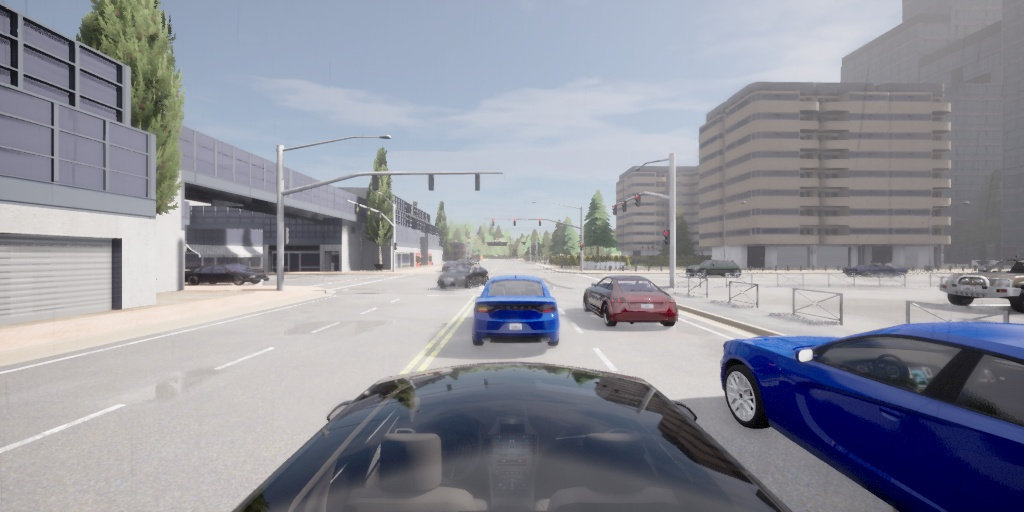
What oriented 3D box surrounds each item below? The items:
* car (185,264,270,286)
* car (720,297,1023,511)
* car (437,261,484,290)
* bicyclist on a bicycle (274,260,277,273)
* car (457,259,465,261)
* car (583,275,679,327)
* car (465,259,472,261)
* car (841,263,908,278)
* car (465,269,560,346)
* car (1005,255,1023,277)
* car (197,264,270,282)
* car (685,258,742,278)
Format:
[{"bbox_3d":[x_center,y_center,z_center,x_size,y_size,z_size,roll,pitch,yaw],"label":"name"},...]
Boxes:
[{"bbox_3d":[-19.939,1.297,24.772,5.357,1.411,2.033,0,0,-1],"label":"car"},{"bbox_3d":[3.603,1.228,2.610,1.882,1.535,5.008,0,0,0],"label":"car"},{"bbox_3d":[-2.968,1.241,22.368,2.128,1.511,4.902,0,0,15],"label":"car"},{"bbox_3d":[-25.839,1.053,39.677,0.582,1.620,1.656,0,0,-1],"label":"bicyclist on a bicycle"},{"bbox_3d":[-7.840,1.297,46.897,2.033,1.411,5.357,0,0,0],"label":"car"},{"bbox_3d":[3.603,1.314,11.593,1.994,1.385,4.181,0,0,0],"label":"car"},{"bbox_3d":[-7.991,1.255,57.255,1.837,1.490,4.892,0,0,-1],"label":"car"},{"bbox_3d":[34.026,1.351,33.739,4.718,1.301,1.895,0,0,-1],"label":"car"},{"bbox_3d":[0.095,1.228,9.461,1.882,1.535,5.008,0,0,0],"label":"car"},{"bbox_3d":[50.670,0.911,33.985,4.553,1.767,2.097,0,0,-1],"label":"car"},{"bbox_3d":[-21.819,1.314,28.247,4.181,1.385,1.994,0,0,-1],"label":"car"},{"bbox_3d":[18.687,1.102,33.427,4.553,1.767,2.097,0,0,-1],"label":"car"}]
